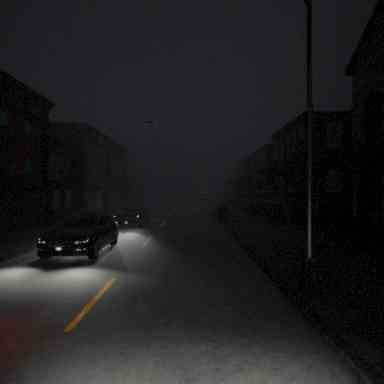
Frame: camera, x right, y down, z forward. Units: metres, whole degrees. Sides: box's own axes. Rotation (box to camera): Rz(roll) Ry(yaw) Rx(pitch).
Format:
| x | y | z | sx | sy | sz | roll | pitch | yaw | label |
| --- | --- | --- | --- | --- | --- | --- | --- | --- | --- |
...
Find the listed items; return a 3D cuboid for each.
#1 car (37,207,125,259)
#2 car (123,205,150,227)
| x | y | z | sx | sy | sz | roll | pitch | yaw | label |
| --- | --- | --- | --- | --- | --- | --- | --- | --- | --- |
| -4.087 | 1.498 | 12.624 | 1.837 | 1.490 | 4.892 | 0 | 0 | 0 | car |
| -4.074 | 1.587 | 22.836 | 1.895 | 1.301 | 4.718 | 0 | 0 | 0 | car |
